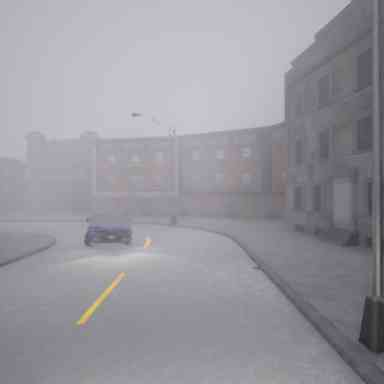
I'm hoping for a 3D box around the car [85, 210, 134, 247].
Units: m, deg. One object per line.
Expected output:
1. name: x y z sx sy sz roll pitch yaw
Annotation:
1. car: -4.079 1.637 16.243 1.882 1.535 5.008 2 -1 -18
